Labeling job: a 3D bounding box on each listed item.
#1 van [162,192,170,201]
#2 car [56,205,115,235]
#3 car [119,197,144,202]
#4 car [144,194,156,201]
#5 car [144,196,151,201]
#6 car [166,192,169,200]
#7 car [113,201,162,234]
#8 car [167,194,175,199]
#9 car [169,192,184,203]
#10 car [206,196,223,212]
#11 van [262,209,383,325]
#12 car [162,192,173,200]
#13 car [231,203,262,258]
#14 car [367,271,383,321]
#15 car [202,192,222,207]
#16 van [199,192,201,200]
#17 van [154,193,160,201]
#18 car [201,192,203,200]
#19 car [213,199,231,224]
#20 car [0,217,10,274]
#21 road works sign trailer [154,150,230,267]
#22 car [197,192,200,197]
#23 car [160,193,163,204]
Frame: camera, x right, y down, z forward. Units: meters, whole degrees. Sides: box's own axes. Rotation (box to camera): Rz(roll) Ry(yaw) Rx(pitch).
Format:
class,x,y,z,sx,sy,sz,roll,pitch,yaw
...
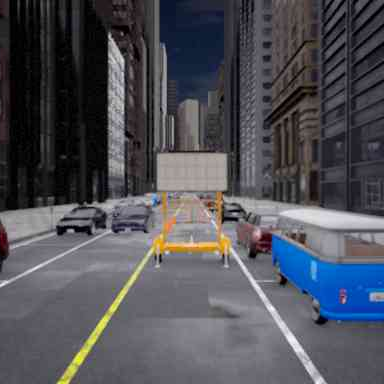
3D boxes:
class,x,y,z,sx,sy,sz,roll,pitch,yaw
van,-5.764,0.986,74.061,1.690,1.788,3.998,0,0,0
car,-5.762,1.471,17.968,1.947,1.339,4.313,0,0,0
car,-5.763,1.401,29.187,2.008,1.369,4.403,0,0,0
car,-5.763,1.324,40.236,1.752,1.417,4.829,0,0,0
car,-5.763,1.406,34.797,1.802,1.307,4.206,0,0,0
car,-5.763,1.035,57.233,2.192,1.841,5.009,0,0,0
car,-3.101,1.449,18.749,2.033,1.411,5.357,0,0,0
car,-5.765,1.122,90.890,2.008,1.369,4.403,0,0,0
car,-3.037,1.256,59.822,2.033,1.411,5.357,0,0,1
car,2.762,1.405,34.810,1.802,1.307,4.206,0,0,0
van,2.764,1.304,6.763,1.690,1.788,3.998,0,0,0
car,-5.764,0.935,79.671,2.192,1.841,5.009,0,0,0
car,2.763,1.374,12.373,1.967,1.590,4.097,0,0,0
car,2.763,1.538,1.156,1.887,1.381,4.507,0,0,0
car,2.762,1.112,40.417,2.192,1.841,5.009,0,0,0
van,2.761,1.036,62.854,1.690,1.788,3.998,0,0,0
van,-5.763,1.113,46.014,1.690,1.788,3.998,0,0,0
car,2.762,1.086,46.027,2.192,1.841,5.009,0,0,0
car,2.763,1.443,23.591,1.947,1.339,4.313,0,0,0
car,-5.761,1.279,6.748,2.192,1.841,5.009,0,0,0
road works sign trailer,-0.001,0.405,11.092,2.380,3.560,2.880,0,0,0
car,2.761,0.959,74.072,2.192,1.841,5.009,0,0,0
car,-5.763,1.186,51.624,1.967,1.590,4.097,0,0,0
